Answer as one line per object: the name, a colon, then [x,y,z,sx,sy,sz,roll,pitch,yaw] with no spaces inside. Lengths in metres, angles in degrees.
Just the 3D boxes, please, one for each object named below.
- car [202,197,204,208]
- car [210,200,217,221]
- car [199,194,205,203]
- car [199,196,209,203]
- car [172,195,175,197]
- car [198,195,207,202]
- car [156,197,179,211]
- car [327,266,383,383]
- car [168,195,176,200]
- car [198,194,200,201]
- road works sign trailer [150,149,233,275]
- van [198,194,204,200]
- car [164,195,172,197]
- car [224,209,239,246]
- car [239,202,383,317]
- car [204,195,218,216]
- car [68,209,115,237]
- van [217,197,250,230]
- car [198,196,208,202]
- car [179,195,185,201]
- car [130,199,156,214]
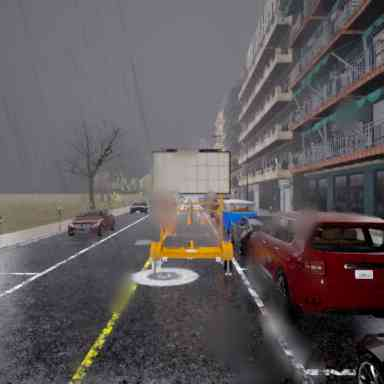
car: [2.530,1.591,41.327,1.802,1.307,4.206,1,0,0]
car: [2.549,1.530,24.514,1.752,1.417,4.829,1,0,0]
car: [2.527,1.325,46.988,2.192,1.841,5.009,1,0,0]
car: [2.500,1.544,69.802,1.752,1.417,4.829,1,0,0]
car: [-5.399,1.576,86.011,2.008,1.369,4.403,1,0,0]
car: [2.488,1.463,80.954,1.967,1.590,4.097,1,0,0]
car: [-2.894,1.609,40.656,1.895,1.301,4.718,0,0,0]
car: [2.573,1.566,1.699,1.947,1.339,4.313,1,0,0]
car: [-5.405,1.579,91.665,2.008,1.369,4.403,1,0,0]
car: [2.506,1.542,64.141,1.752,1.417,4.829,1,0,0]
road works sign trailer: [-0.010,0.466,10.405,2.380,3.560,2.880,0,0,0]
van: [2.477,1.369,92.276,1.690,1.788,3.998,1,0,0]
car: [-5.374,1.541,63.225,1.752,1.417,4.829,1,0,0]
car: [2.561,1.569,13.021,1.947,1.339,4.313,1,0,0]
car: [2.570,1.317,7.361,2.192,1.841,5.009,1,0,0]
car: [2.545,1.321,30.005,2.192,1.841,5.009,1,0,0]
car: [-5.325,1.586,18.163,1.802,1.307,4.206,1,0,0]
van: [2.557,1.345,18.683,1.690,1.788,3.998,1,0,0]
car: [2.493,1.571,75.293,2.008,1.369,4.403,1,0,0]
car: [-2.847,1.583,90.407,2.033,1.411,5.357,0,0,0]
car: [-5.343,1.573,35.125,1.947,1.339,4.313,1,0,0]
